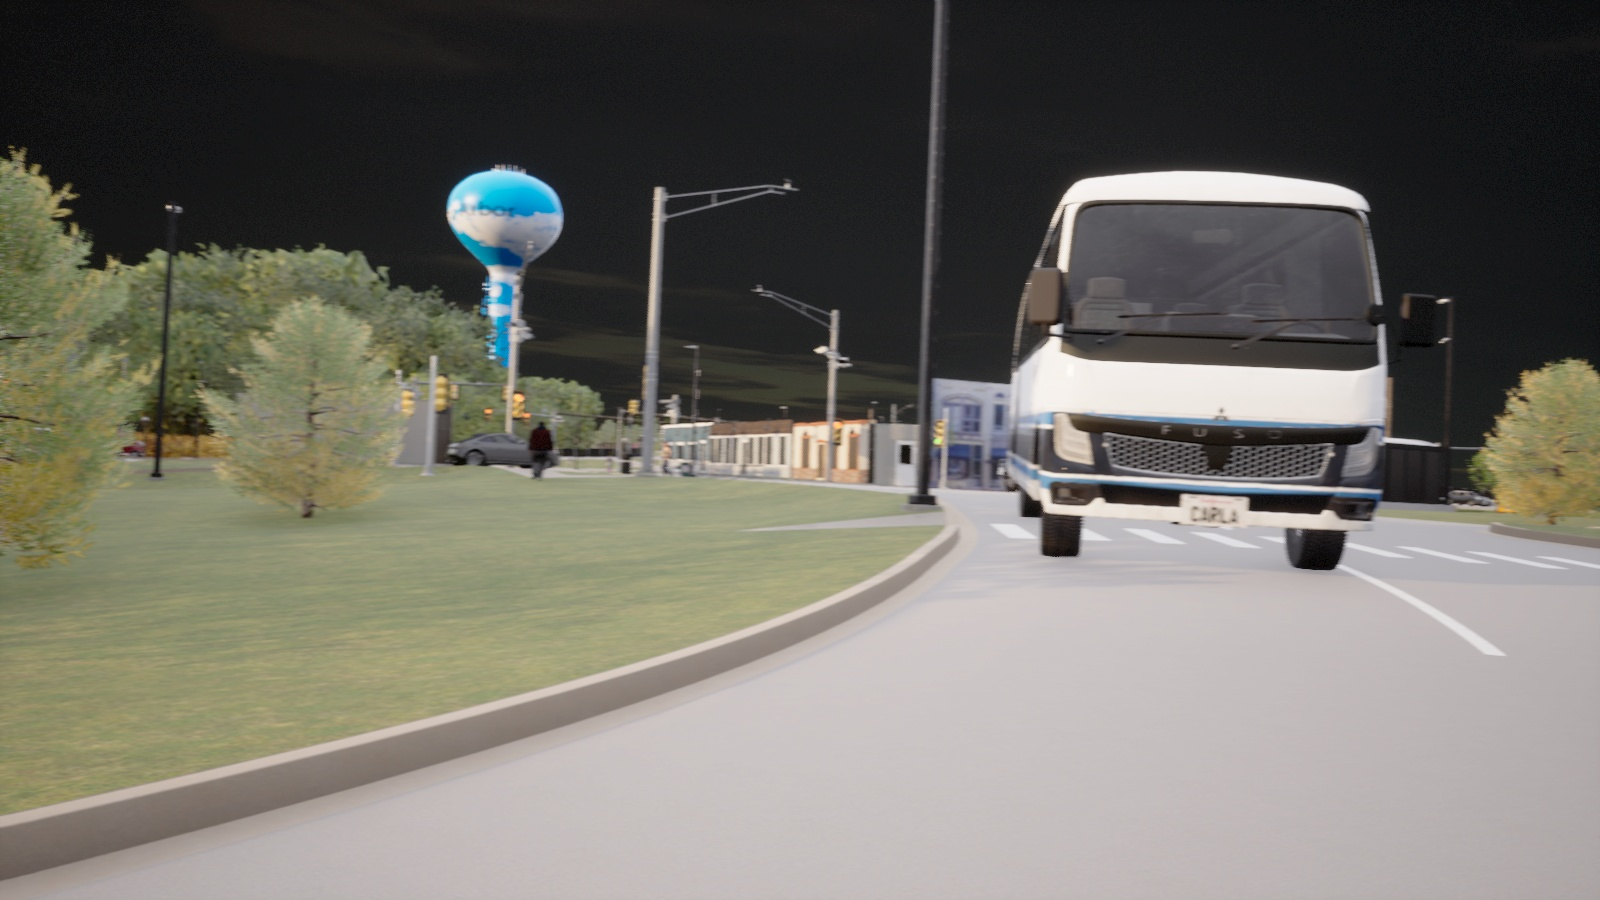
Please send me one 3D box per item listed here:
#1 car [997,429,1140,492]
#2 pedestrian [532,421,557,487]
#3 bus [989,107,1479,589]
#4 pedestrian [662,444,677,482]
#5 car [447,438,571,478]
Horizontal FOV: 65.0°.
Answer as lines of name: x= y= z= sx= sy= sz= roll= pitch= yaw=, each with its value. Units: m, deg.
car: x=8.519 y=0.357 z=40.213 sx=1.932 sy=1.855 sz=4.605 roll=2 pitch=-2 yaw=-28
pedestrian: x=-7.281 y=0.130 z=35.777 sx=0.634 sy=1.844 sz=0.899 roll=2 pitch=-2 yaw=-10
bus: x=4.624 y=-1.061 z=16.436 sx=3.944 sy=4.253 sz=10.273 roll=2 pitch=1 yaw=7
pedestrian: x=-6.243 y=0.623 z=59.986 sx=0.594 sy=1.836 sz=0.345 roll=2 pitch=-2 yaw=-20
car: x=-11.143 y=0.333 z=48.094 sx=4.181 sy=1.385 sz=1.994 roll=2 pitch=-2 yaw=-32
